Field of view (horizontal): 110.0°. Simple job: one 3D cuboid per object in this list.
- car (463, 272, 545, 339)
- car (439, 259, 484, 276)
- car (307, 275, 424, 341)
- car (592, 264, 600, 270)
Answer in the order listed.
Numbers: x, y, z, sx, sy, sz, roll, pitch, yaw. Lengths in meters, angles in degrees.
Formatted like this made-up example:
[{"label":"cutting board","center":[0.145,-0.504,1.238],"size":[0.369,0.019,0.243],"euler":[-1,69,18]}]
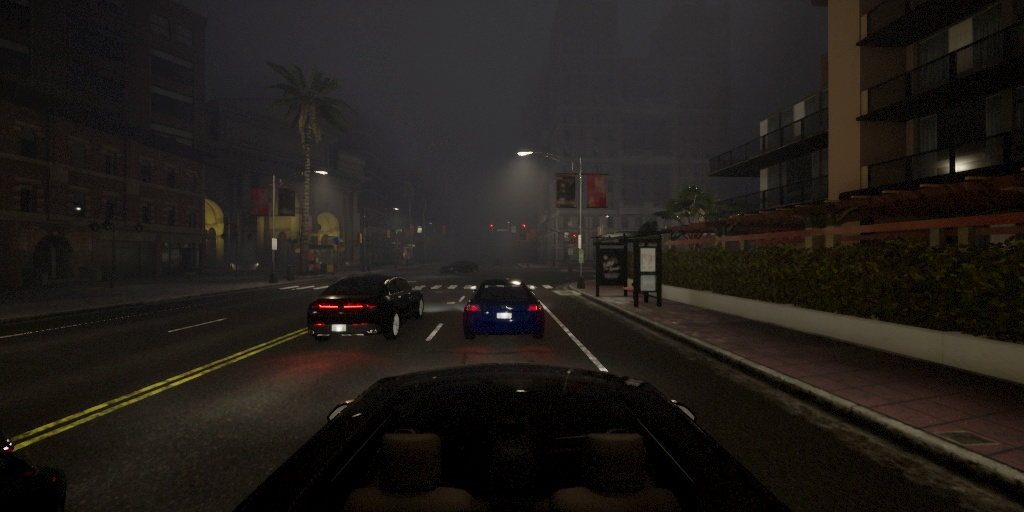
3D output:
[{"label":"car","center":[-0.245,1.314,10.083],"size":[1.994,1.385,4.181],"euler":[0,0,-2]},{"label":"car","center":[-5.532,1.229,37.842],"size":[1.882,1.535,5.008],"euler":[-1,0,32]},{"label":"car","center":[-3.734,1.255,9.924],"size":[1.837,1.490,4.892],"euler":[0,0,-3]},{"label":"car","center":[13.681,1.353,50.310],"size":[4.718,1.301,1.895],"euler":[0,0,-3]}]
